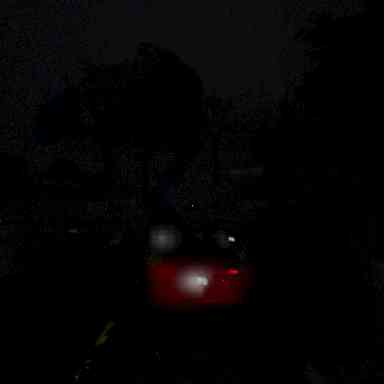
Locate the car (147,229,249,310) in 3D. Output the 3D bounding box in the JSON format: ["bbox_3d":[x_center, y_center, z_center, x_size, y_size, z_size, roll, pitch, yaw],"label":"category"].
[{"bbox_3d":[0.119,1.575,7.945,1.994,1.385,4.181,0,0,0],"label":"car"}]

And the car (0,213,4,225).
[{"bbox_3d":[-13.163,1.324,18.533,4.902,1.511,2.128,1,-1,-1],"label":"car"}]

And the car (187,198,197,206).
[{"bbox_3d":[0.028,2.003,67.697,1.837,1.490,4.892,0,0,1],"label":"car"}]

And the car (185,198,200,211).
[{"bbox_3d":[0.084,1.781,44.770,1.994,1.385,4.181,0,-1,0],"label":"car"}]
